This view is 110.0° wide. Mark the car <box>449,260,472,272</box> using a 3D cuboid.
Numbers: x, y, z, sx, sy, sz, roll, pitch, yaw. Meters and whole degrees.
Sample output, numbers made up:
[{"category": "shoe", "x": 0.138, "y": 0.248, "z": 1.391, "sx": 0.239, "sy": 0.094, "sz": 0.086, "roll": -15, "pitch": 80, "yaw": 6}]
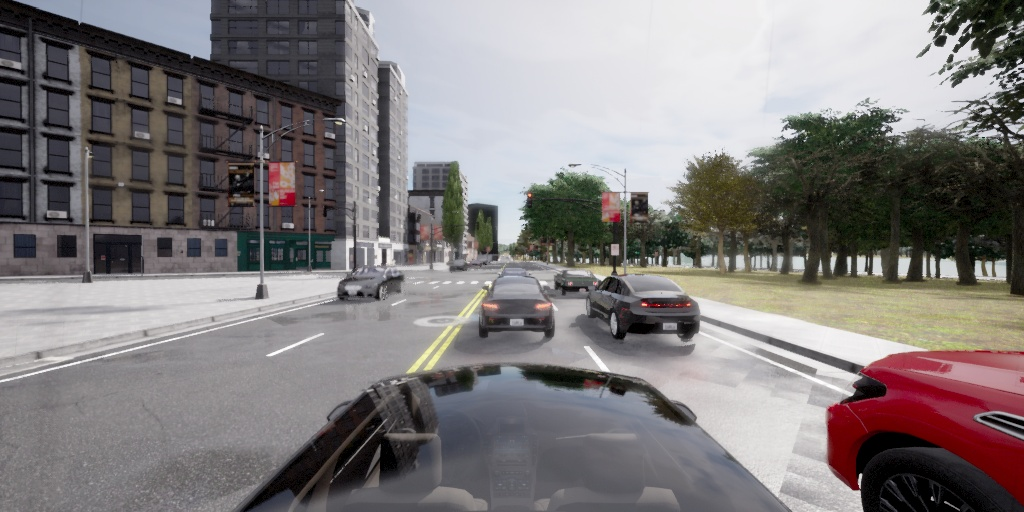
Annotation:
[{"category": "car", "x": -6.505, "y": 1.202, "z": 44.084, "sx": 1.882, "sy": 1.535, "sz": 5.008, "roll": 0, "pitch": -1, "yaw": 0}]

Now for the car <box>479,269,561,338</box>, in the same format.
[{"category": "car", "x": 0.121, "y": 1.274, "z": 10.091, "sx": 1.812, "sy": 1.442, "sz": 4.674, "roll": 0, "pitch": 0, "yaw": 0}]

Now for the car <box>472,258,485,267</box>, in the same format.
[{"category": "car", "x": -6.427, "y": 1.296, "z": 63.669, "sx": 1.994, "sy": 1.385, "sz": 4.181, "roll": 0, "pitch": 0, "yaw": 0}]

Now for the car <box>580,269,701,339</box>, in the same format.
[{"category": "car", "x": 3.367, "y": 1.253, "z": 10.052, "sx": 1.837, "sy": 1.490, "sz": 4.892, "roll": 0, "pitch": 0, "yaw": 0}]

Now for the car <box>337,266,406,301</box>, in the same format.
[{"category": "car", "x": -6.567, "y": 1.238, "z": 17.228, "sx": 2.128, "sy": 1.511, "sz": 4.902, "roll": 0, "pitch": 0, "yaw": 0}]

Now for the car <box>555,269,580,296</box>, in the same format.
[{"category": "car", "x": 3.389, "y": 1.347, "z": 19.365, "sx": 1.895, "sy": 1.301, "sz": 4.718, "roll": 0, "pitch": 0, "yaw": 0}]

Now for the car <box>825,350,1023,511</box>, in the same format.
[{"category": "car", "x": 3.347, "y": 0.972, "z": 0.189, "sx": 2.150, "sy": 2.045, "sz": 5.566, "roll": 0, "pitch": 0, "yaw": 0}]
